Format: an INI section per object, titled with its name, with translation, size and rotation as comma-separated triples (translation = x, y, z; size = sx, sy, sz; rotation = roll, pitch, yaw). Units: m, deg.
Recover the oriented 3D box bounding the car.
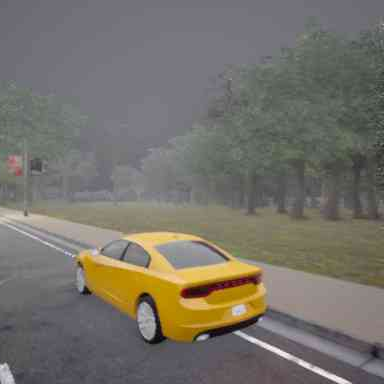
[car]
translation = -0.819, 1.554, 6.761
size = 1.882, 1.535, 5.008
rotation = 1, -1, -37
